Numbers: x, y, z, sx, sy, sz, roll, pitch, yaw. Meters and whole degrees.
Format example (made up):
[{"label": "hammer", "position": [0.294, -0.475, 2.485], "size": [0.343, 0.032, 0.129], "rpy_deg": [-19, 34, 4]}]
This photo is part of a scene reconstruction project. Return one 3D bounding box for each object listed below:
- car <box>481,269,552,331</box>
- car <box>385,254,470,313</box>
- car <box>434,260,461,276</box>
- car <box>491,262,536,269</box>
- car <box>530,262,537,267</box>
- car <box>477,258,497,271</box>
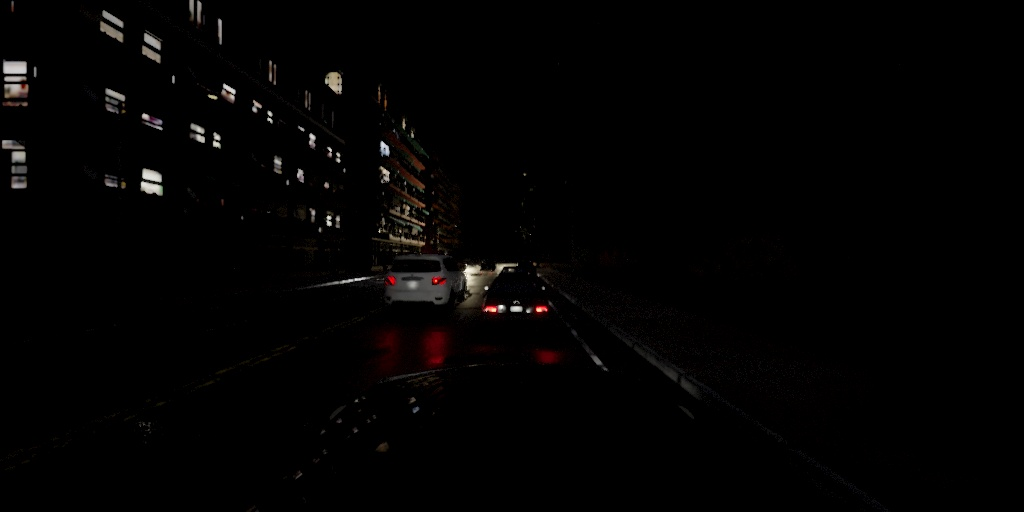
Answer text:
[{"label": "car", "position": [0.095, 1.292, 10.937], "size": [2.033, 1.411, 5.357], "rpy_deg": [0, 0, 0]}, {"label": "car", "position": [-3.162, 0.963, 14.083], "size": [2.150, 2.045, 5.566], "rpy_deg": [0, 0, 0]}, {"label": "car", "position": [-6.634, 1.202, 37.303], "size": [1.882, 1.535, 5.008], "rpy_deg": [0, 0, 0]}, {"label": "car", "position": [0.082, 1.285, 21.299], "size": [2.033, 1.411, 5.357], "rpy_deg": [0, 0, 0]}, {"label": "car", "position": [1.110, 1.235, 31.068], "size": [1.837, 1.490, 4.892], "rpy_deg": [0, 0, 0]}, {"label": "car", "position": [-3.194, 1.204, 48.809], "size": [2.128, 1.511, 4.902], "rpy_deg": [0, 0, 0]}]
